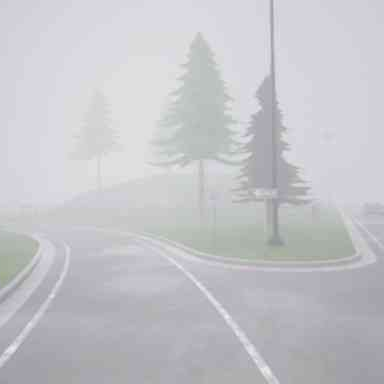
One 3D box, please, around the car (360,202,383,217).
[{"bbox_3d":[18.138,1.732,33.445,2.033,1.411,5.357,-1,-1,23],"label":"car"}]
